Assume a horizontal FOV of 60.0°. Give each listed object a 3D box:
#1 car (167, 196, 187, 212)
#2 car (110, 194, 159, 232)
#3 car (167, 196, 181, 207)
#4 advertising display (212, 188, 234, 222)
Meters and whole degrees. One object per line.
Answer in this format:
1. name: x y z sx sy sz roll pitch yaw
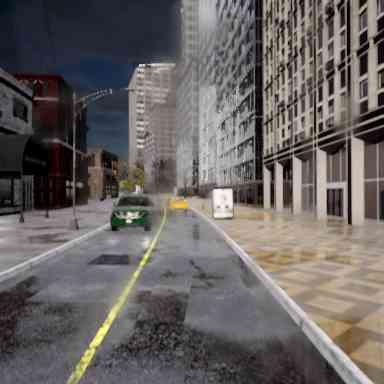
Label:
1. car: -1.590 1.367 37.617 1.882 1.535 5.008 0 0 -4
2. car: -3.381 1.166 19.972 2.150 2.045 5.566 0 0 -3
3. car: -2.704 1.376 49.565 1.812 1.442 4.674 0 0 -6
4. advertising display: 2.271 0.960 24.408 1.540 2.440 0.280 -1 -1 -3
